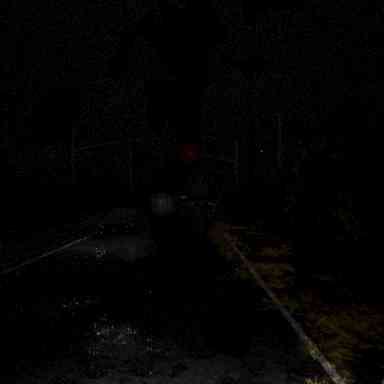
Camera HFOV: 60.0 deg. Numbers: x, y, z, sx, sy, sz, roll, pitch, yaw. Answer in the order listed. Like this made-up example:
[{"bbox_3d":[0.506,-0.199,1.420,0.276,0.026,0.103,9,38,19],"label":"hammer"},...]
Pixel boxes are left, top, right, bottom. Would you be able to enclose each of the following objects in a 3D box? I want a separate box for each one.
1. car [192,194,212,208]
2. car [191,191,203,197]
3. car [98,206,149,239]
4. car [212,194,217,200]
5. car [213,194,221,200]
[{"bbox_3d":[1.454,1.399,47.375,1.994,1.385,4.181,0,3,5],"label":"car"},{"bbox_3d":[1.274,0.746,74.274,2.150,2.045,5.566,0,-2,8],"label":"car"},{"bbox_3d":[-3.523,1.499,17.722,1.882,1.535,5.008,0,0,1],"label":"car"},{"bbox_3d":[5.263,1.167,77.478,1.812,1.442,4.674,0,-2,8],"label":"car"},{"bbox_3d":[6.683,1.441,88.289,1.882,1.535,5.008,0,-1,6],"label":"car"}]
